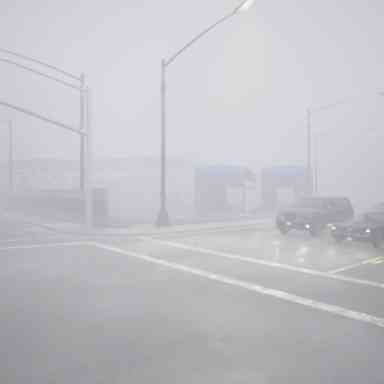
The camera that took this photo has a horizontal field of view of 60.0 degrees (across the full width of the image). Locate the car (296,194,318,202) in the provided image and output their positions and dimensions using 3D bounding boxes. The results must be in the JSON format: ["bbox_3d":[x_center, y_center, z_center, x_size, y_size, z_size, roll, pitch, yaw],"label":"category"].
[{"bbox_3d":[27.667,1.415,80.261,2.097,1.767,4.553,0,0,-39],"label":"car"}]

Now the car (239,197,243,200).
[{"bbox_3d":[15.016,1.563,90.312,1.837,1.490,4.892,0,0,-39],"label":"car"}]

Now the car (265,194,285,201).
[{"bbox_3d":[20.665,1.416,83.351,2.097,1.767,4.553,0,0,-39],"label":"car"}]

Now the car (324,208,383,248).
[{"bbox_3d":[8.265,1.635,15.136,4.718,1.301,1.895,0,0,-38],"label":"car"}]

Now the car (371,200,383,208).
[{"bbox_3d":[14.913,1.586,25.773,2.033,1.411,5.357,0,0,42],"label":"car"}]

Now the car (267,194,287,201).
[{"bbox_3d":[22.205,1.417,87.008,2.097,1.767,4.553,0,0,-39],"label":"car"}]

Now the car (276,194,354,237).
[{"bbox_3d":[7.054,1.257,18.674,5.566,2.045,2.150,0,0,-39],"label":"car"}]
